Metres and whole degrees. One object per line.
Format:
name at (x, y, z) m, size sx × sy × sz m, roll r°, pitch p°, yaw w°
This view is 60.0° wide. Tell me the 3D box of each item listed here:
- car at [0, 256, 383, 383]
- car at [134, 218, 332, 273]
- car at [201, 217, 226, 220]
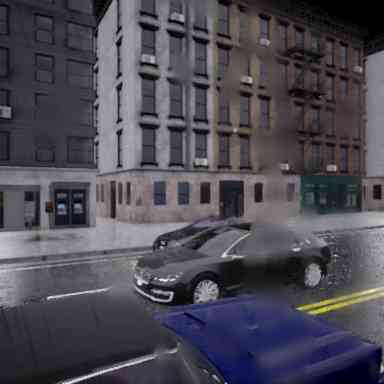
car at (-0.546, 1.599, 2.723) m, size 4.718 × 1.301 × 1.895 m, roll 0°, pitch 0°, yaw -30°
car at (1.093, 1.499, 7.650) m, size 4.892 × 1.490 × 1.837 m, roll 0°, pitch 0°, yaw -30°
car at (0.811, 1.556, 11.240) m, size 4.181 × 1.385 × 1.994 m, roll 0°, pitch 0°, yaw -30°
